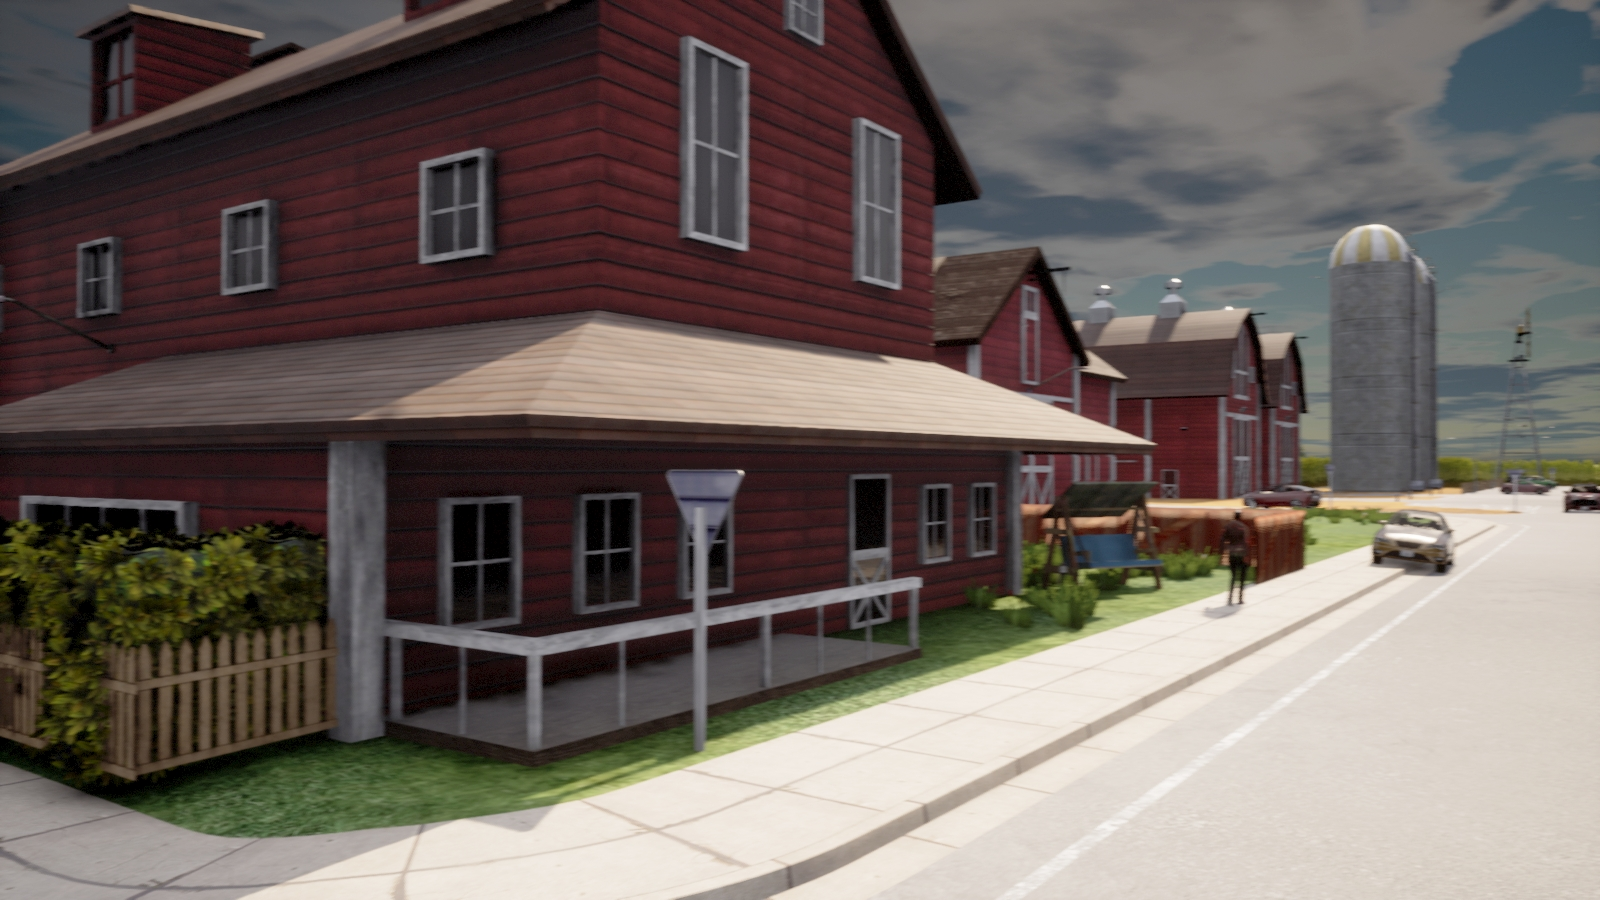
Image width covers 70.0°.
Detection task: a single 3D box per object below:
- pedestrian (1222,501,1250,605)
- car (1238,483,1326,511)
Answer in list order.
[{"bbox_3d":[7.941,1.867,20.822,0.375,1.860,0.375,-1,-1,37],"label":"pedestrian"},{"bbox_3d":[29.043,2.809,68.960,2.007,1.525,4.514,1,-1,-38],"label":"car"}]
